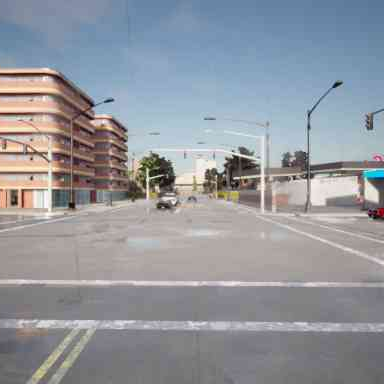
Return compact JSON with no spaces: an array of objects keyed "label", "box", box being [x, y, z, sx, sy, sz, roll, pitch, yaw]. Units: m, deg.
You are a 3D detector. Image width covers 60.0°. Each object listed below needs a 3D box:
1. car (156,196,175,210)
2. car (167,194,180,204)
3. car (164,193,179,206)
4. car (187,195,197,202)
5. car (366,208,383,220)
[{"label":"car","box":[-3.575,1.601,43.233,1.895,1.301,4.718,0,0,0]},{"label":"car","box":[-3.520,1.352,63.387,2.097,1.767,4.553,0,0,0]},{"label":"car","box":[-3.563,1.221,53.256,2.150,2.045,5.566,0,0,0]},{"label":"car","box":[0.039,1.339,70.762,1.812,1.442,4.674,0,0,0]},{"label":"car","box":[16.549,1.601,26.377,4.718,1.301,1.895,0,0,1]}]
